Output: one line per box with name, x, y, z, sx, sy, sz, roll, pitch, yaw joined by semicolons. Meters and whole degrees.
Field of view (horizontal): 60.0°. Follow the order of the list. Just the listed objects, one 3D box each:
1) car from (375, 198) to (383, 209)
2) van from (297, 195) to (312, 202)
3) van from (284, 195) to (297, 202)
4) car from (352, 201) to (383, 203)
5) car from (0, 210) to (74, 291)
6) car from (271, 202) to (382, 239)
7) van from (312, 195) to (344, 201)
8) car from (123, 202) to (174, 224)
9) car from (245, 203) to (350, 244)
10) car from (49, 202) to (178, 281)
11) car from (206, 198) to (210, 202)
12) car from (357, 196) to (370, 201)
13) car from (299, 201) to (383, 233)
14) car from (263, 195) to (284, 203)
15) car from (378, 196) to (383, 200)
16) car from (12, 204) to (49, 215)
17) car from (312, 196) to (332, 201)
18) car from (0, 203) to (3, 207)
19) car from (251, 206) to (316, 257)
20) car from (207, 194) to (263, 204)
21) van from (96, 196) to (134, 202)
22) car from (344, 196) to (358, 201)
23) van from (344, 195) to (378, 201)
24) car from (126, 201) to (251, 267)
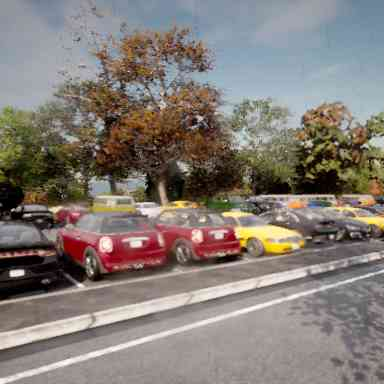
car;30.595;1.723;49.763;1.946;1.575;5.366;1;0;-35
van;10.107;1.310;35.576;1.878;1.987;4.442;0;0;-35
van;7.983;1.304;33.781;1.878;1.987;4.442;0;0;-35
car;10.918;1.548;19.928;2.163;1.488;4.792;0;0;-35
car;-4.937;1.474;8.691;2.097;1.535;5.008;0;0;-35
car;6.372;1.507;16.741;2.231;1.521;4.892;0;0;-35
van;14.766;1.325;38.611;1.878;1.987;4.442;0;0;-36
car;-3.479;1.538;25.783;2.002;1.452;4.674;0;0;-35
car;4.116;1.501;15.123;2.231;1.521;4.892;0;0;-35
car;-2.658;1.355;10.278;2.185;1.767;4.553;0;0;-35
car;-1.114;1.505;27.453;2.097;1.535;5.008;0;0;-35
car;19.080;1.611;41.845;2.163;1.488;4.792;1;0;-35
car;8.746;1.509;18.193;1.946;1.575;5.366;0;0;-35
car;5.675;1.272;32.249;2.435;2.045;5.566;0;0;-35
car;23.731;1.664;45.079;2.163;1.488;4.792;1;0;-35
car;-10.147;1.480;21.034;2.097;1.535;5.008;0;0;-35
car;12.429;1.542;37.089;2.097;1.535;5.008;0;0;-35
car;-12.493;1.222;19.339;2.435;2.045;5.566;0;0;-35
car;1.957;1.490;13.369;1.946;1.575;5.366;0;0;-35
car;3.416;1.266;30.644;2.435;2.045;5.566;0;0;-35
van;-5.803;1.266;24.271;1.878;1.987;4.442;0;0;-35
car;16.929;1.593;40.316;2.163;1.488;4.792;0;0;-35
van;21.290;1.380;43.523;1.878;1.987;4.442;1;0;-35
car;-0.396;1.361;11.886;2.185;1.767;4.553;0;0;-35
